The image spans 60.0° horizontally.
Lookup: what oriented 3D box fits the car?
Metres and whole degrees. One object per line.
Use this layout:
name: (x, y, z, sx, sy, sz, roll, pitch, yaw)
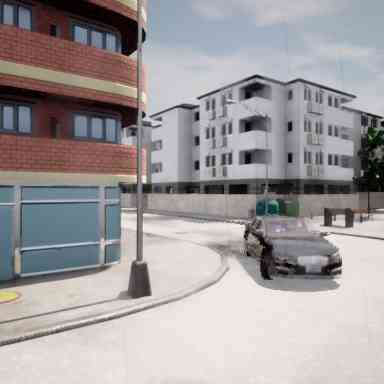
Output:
car: (2.764, 1.494, 10.018, 2.128, 1.511, 4.902, 1, 0, 0)
